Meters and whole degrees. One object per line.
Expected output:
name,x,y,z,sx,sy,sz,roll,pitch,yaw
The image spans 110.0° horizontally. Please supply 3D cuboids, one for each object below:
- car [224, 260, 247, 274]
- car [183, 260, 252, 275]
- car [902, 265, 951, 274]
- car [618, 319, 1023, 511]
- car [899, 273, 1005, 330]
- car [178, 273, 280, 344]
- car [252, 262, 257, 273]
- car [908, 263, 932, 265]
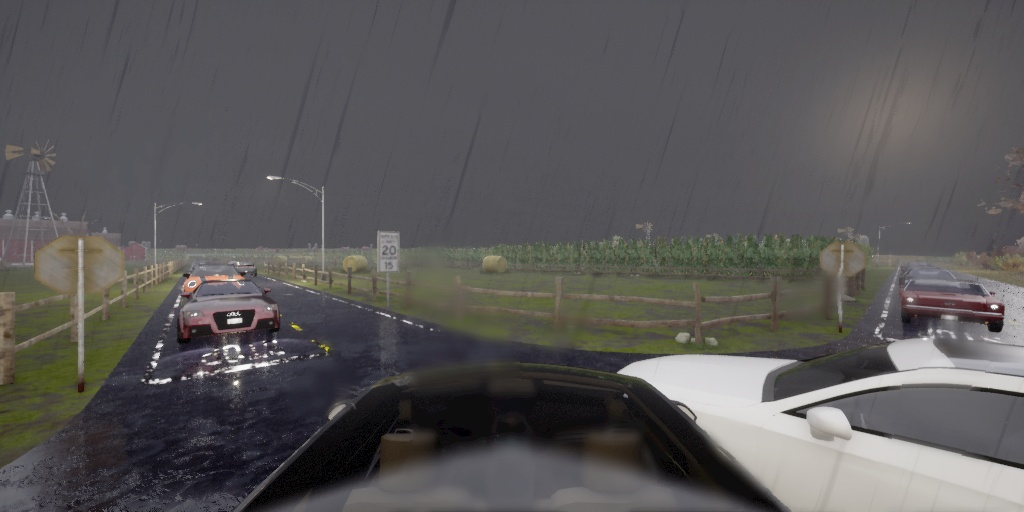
car,-33.422,1.284,43.280,1.837,1.490,4.892,0,0,-41
car,-13.611,1.133,16.462,2.097,1.767,4.553,0,0,-41
car,20.710,1.350,17.791,5.357,1.411,2.033,0,1,-42
car,2.851,1.293,2.283,1.812,1.442,4.674,0,1,-44
car,13.590,1.390,11.275,4.718,1.301,1.895,0,1,-43
car,-7.878,1.351,9.941,1.994,1.385,4.181,0,0,-42
car,-26.750,1.267,35.778,2.128,1.511,4.902,0,0,-41
car,27.506,1.383,24.002,4.181,1.385,1.994,0,1,-42
